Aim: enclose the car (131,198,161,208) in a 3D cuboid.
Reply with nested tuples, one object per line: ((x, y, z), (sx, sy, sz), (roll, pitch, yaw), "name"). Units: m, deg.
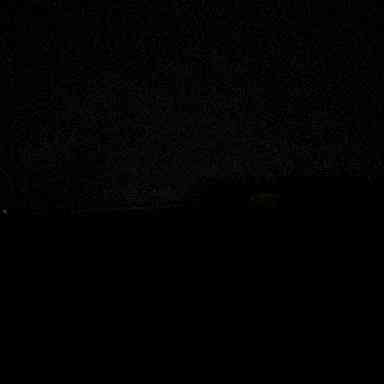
((-7.346, 1.737, 53.590), (2.033, 1.411, 5.357), (-2, -1, 36), "car")

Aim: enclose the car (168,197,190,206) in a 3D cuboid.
((-1.888, 1.615, 56.298), (1.882, 1.535, 5.008), (-2, -1, 36), "car")

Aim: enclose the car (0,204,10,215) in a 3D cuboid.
((-21.119, 1.774, 34.226), (1.994, 1.385, 4.181), (-2, -1, 35), "car")

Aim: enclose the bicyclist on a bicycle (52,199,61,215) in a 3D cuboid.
((-13.882, 1.539, 34.088), (1.656, 1.620, 0.582), (-1, 0, 35), "bicyclist on a bicycle")
